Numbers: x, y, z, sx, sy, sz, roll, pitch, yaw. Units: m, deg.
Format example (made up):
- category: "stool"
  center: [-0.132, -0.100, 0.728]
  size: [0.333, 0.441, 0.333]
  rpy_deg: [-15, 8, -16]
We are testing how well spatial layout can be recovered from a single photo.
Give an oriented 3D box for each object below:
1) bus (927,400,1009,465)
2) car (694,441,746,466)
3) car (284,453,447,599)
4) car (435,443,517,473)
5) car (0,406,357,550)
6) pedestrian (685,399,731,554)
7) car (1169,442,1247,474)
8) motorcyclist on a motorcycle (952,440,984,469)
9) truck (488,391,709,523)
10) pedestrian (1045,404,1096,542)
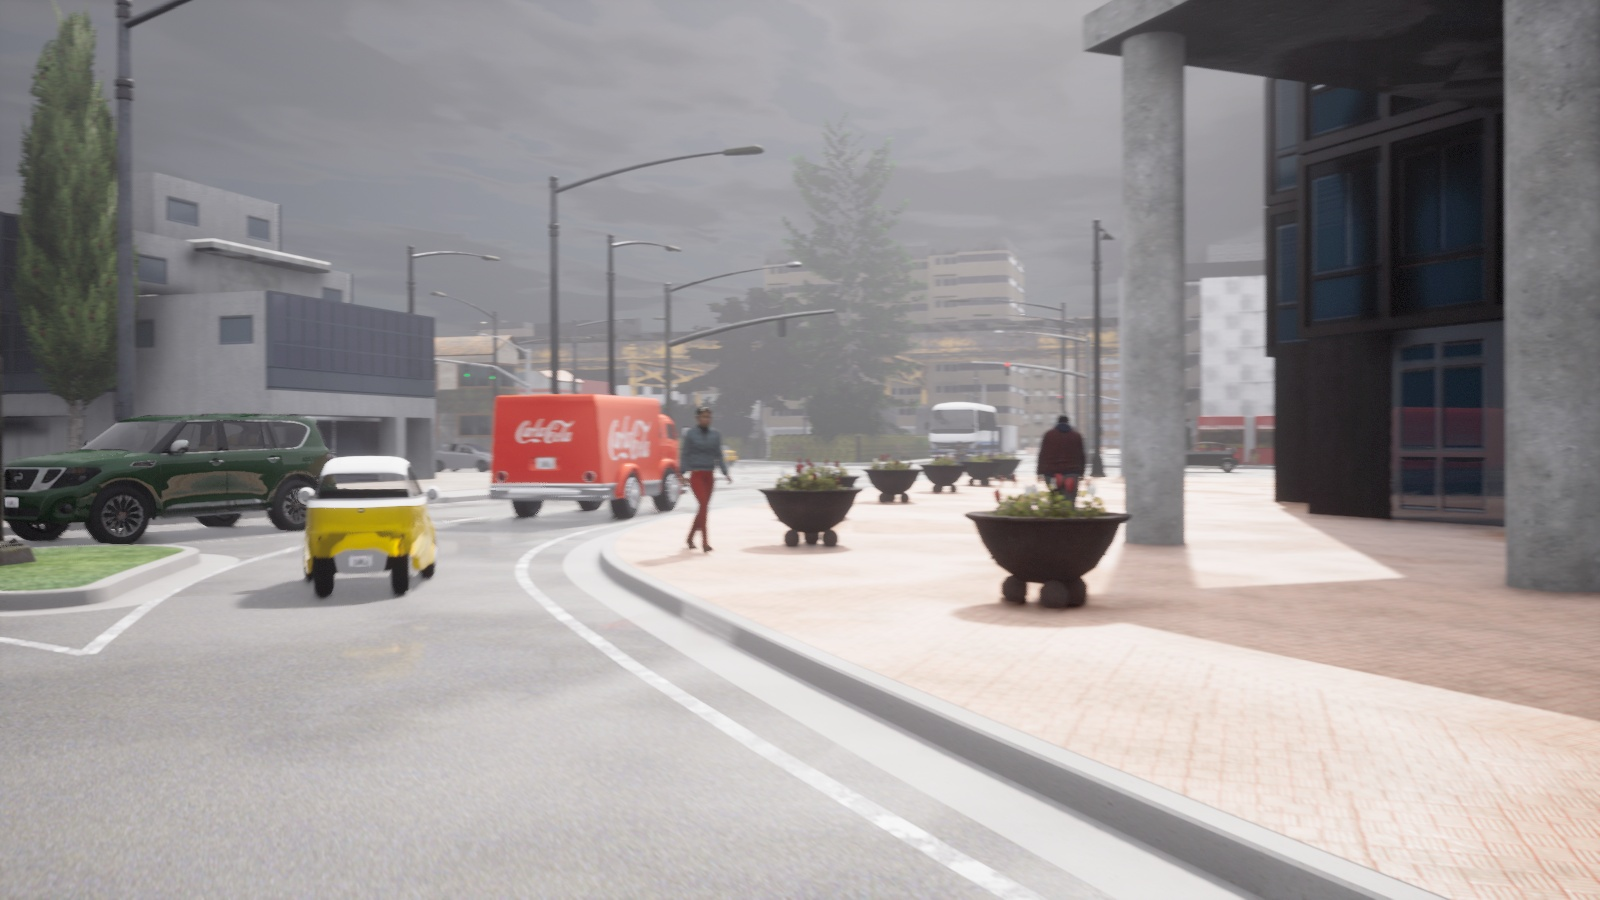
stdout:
- category: "bus"
  center: [11.930, -1.167, 88.182]
  size: [3.944, 4.253, 10.273]
  rpy_deg: [0, 0, 18]
- category: "car"
  center: [-5.238, 0.221, 81.452]
  size: [1.801, 1.575, 5.366]
  rpy_deg: [0, 0, -22]
- category: "car"
  center: [-4.544, 0.738, 13.373]
  size: [1.481, 1.376, 2.207]
  rpy_deg: [0, 1, -15]
- category: "car"
  center: [-16.677, 0.391, 64.691]
  size: [3.633, 1.501, 1.845]
  rpy_deg: [1, 1, 17]
- category: "car"
  center: [-10.249, 0.377, 20.801]
  size: [2.150, 2.045, 5.566]
  rpy_deg: [0, 0, 26]
- category: "pedestrian"
  center: [-1.127, 0.316, 15.301]
  size: [0.353, 1.847, 0.614]
  rpy_deg: [0, 0, -26]
- category: "car"
  center: [20.811, 0.402, 64.093]
  size: [3.705, 1.549, 1.789]
  rpy_deg: [1, 1, 17]
- category: "motorcyclist on a motorcycle"
  center: [9.731, 0.271, 72.695]
  size: [0.766, 1.649, 2.350]
  rpy_deg: [-1, 0, 36]
- category: "truck"
  center: [-4.029, 0.122, 26.291]
  size: [2.627, 2.467, 5.204]
  rpy_deg: [0, 0, 15]
- category: "pedestrian"
  center: [3.726, 0.311, 17.284]
  size: [0.634, 1.844, 0.899]
  rpy_deg: [0, 0, 15]
